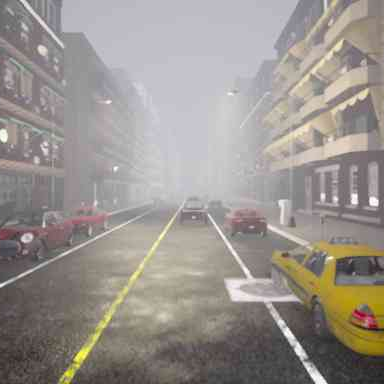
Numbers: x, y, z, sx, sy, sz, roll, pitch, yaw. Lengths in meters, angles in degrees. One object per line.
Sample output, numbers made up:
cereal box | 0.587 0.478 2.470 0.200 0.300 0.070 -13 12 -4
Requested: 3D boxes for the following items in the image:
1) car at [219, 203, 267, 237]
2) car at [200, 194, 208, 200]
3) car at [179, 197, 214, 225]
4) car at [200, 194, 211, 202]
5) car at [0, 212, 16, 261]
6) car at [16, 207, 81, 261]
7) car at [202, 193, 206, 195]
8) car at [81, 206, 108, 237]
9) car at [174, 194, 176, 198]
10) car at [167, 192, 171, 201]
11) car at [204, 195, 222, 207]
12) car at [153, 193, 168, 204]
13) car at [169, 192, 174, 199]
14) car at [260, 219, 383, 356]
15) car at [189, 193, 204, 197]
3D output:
car | 2.706 1.454 17.322 1.887 1.381 4.507 0 0 0
car | 2.760 1.160 79.319 1.802 1.307 4.206 0 0 0
car | 0.120 1.371 23.013 2.128 1.511 4.902 0 0 0
car | 2.750 1.205 68.047 1.947 1.339 4.313 0 0 0
car | -5.683 1.283 6.059 2.192 1.841 5.009 0 0 0
car | -5.679 1.379 11.696 1.967 1.590 4.097 0 0 0
car | 2.746 1.194 62.580 1.752 1.417 4.829 0 0 0
car | -5.674 1.454 17.333 1.887 1.381 4.507 0 0 0
car | -5.615 0.864 84.966 2.192 1.841 5.009 0 0 0
car | -5.636 1.221 62.422 2.008 1.369 4.403 0 0 0
car | 2.726 1.341 39.866 2.008 1.369 4.403 0 0 0
car | -5.640 1.251 56.785 2.008 1.369 4.403 0 0 0
car | -5.626 1.154 73.694 1.887 1.381 4.507 0 0 0
car | 2.696 1.492 6.219 1.752 1.417 4.829 0 0 0
car | 0.137 1.260 41.426 1.882 1.535 5.008 0 0 0
